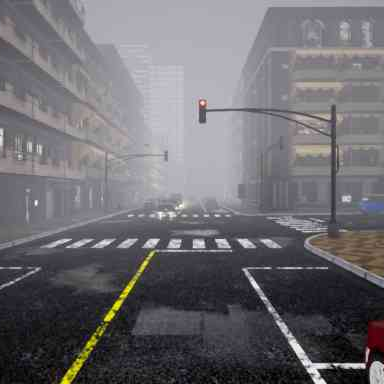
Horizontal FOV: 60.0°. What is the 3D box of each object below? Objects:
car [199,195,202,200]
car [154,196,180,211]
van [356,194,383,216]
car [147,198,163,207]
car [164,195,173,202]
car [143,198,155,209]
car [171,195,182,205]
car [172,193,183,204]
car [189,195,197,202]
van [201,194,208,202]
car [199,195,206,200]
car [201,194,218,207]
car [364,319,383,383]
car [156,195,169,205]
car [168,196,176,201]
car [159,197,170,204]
[{"bbox_3d":[2.890,1.578,67.379,2.008,1.369,4.403,-1,0,0],"label":"car"},{"bbox_3d":[-2.975,1.554,40.483,2.033,1.411,5.357,0,0,0],"label":"car"},{"bbox_3d":[15.723,1.035,27.328,3.998,1.788,1.690,-1,1,-1],"label":"van"},{"bbox_3d":[-5.543,1.580,50.827,1.947,1.339,4.313,0,0,0],"label":"car"},{"bbox_3d":[-5.457,1.563,78.297,1.752,1.417,4.829,-1,0,0],"label":"car"},{"bbox_3d":[-5.559,1.561,45.300,2.008,1.369,4.403,0,0,0],"label":"car"},{"bbox_3d":[-2.942,1.578,50.367,1.994,1.385,4.181,0,0,0],"label":"car"},{"bbox_3d":[-2.882,1.243,60.938,2.150,2.045,5.566,0,0,1],"label":"car"},{"bbox_3d":[0.245,1.517,79.730,1.882,1.535,5.008,0,0,0],"label":"car"},{"bbox_3d":[2.922,1.379,78.435,1.690,1.788,3.998,-1,0,0],"label":"van"},{"bbox_3d":[2.975,1.602,95.019,1.887,1.381,4.507,-1,0,0],"label":"car"},{"bbox_3d":[2.836,1.454,50.796,1.967,1.590,4.097,-1,0,0],"label":"car"},{"bbox_3d":[2.685,1.544,1.797,1.887,1.381,4.507,0,0,0],"label":"car"},{"bbox_3d":[-5.510,1.462,61.883,1.967,1.590,4.097,-1,0,0],"label":"car"},{"bbox_3d":[-5.422,1.633,89.523,1.802,1.307,4.206,-1,0,0],"label":"car"},{"bbox_3d":[-5.491,1.609,67.411,1.802,1.307,4.206,-1,0,0],"label":"car"}]
